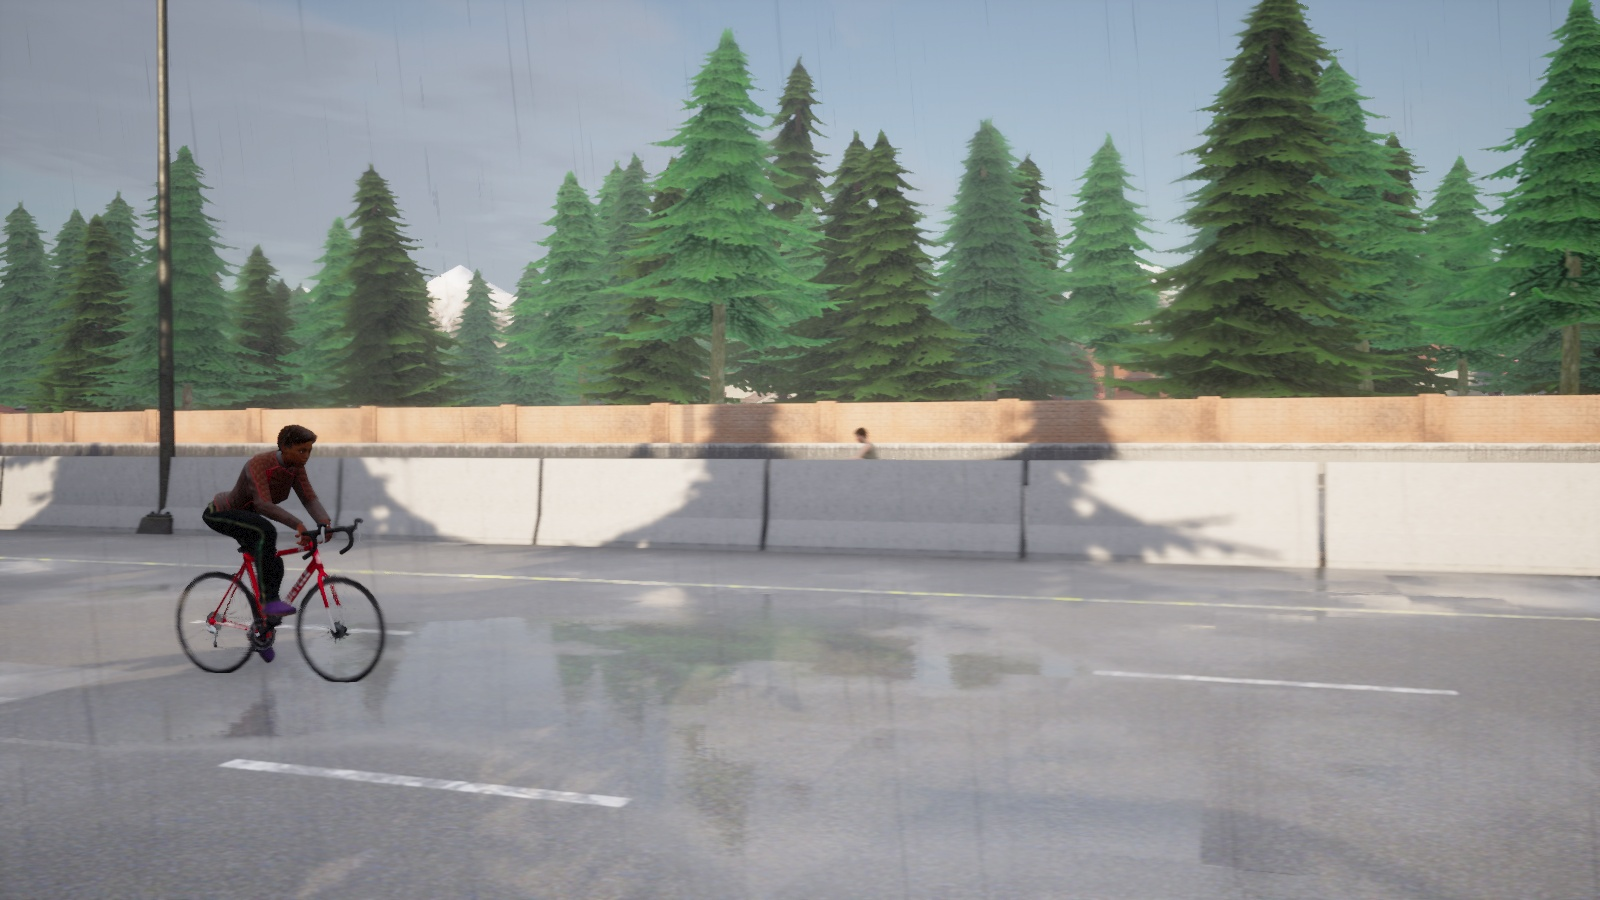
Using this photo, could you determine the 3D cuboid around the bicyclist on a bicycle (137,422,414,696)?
[{"bbox_3d":[-3.344,0.639,8.011,1.656,1.620,0.582,1,1,19],"label":"bicyclist on a bicycle"}]
